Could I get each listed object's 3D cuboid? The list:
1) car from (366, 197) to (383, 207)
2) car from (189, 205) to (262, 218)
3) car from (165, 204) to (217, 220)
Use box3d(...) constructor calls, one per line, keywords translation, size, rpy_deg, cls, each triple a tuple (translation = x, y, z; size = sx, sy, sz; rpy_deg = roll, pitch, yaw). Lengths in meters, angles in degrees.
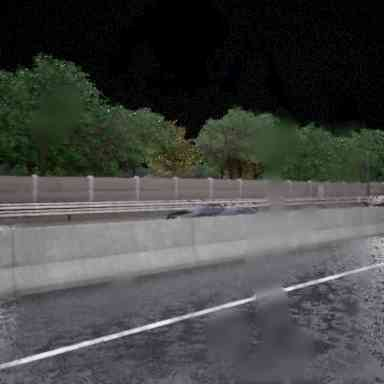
box3d(translation=(24.259, 1.351, 42.767), size=(4.674, 1.442, 1.812), rpy_deg=(0, 0, -35), cls="car")
box3d(translation=(2.441, 1.544, 18.632), size=(4.718, 1.301, 1.895), rpy_deg=(0, 0, -35), cls="car")
box3d(translation=(0.840, 1.489, 21.790), size=(5.357, 1.411, 2.033), rpy_deg=(0, 0, -36), cls="car")
